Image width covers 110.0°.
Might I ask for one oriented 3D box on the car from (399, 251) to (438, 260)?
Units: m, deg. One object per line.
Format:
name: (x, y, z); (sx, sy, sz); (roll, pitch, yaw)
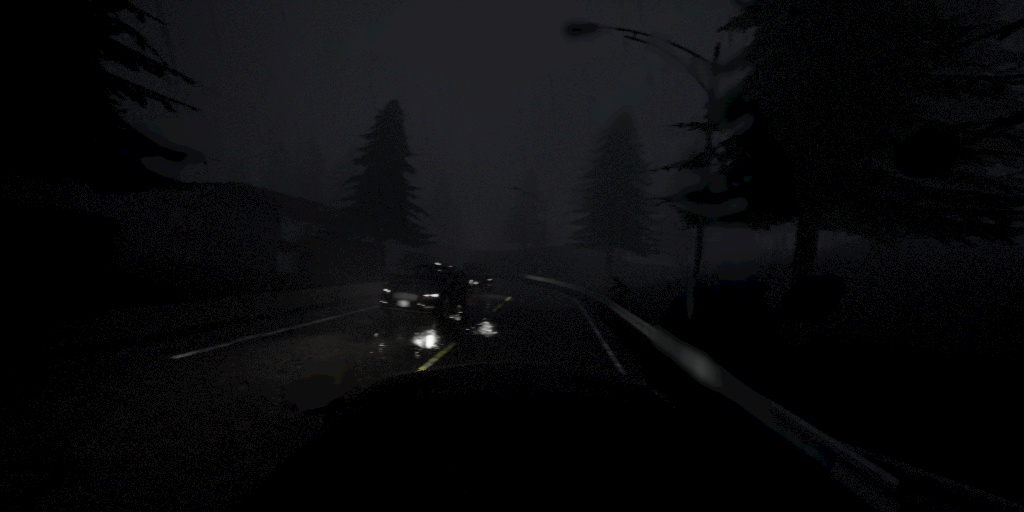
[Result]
car: (-7.240, 0.570, 29.873); (4.553, 1.767, 2.097); (5, 0, 24)

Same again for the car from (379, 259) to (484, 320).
car: (-2.612, 1.046, 11.987); (2.128, 1.511, 4.902); (6, 0, 6)

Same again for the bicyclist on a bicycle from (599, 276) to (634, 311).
bicyclist on a bicycle: (5.051, 1.797, 17.126); (1.656, 1.620, 0.582); (5, 1, 7)

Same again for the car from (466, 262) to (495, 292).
car: (-2.216, 1.160, 21.329); (1.837, 1.490, 4.892); (6, 0, -8)
